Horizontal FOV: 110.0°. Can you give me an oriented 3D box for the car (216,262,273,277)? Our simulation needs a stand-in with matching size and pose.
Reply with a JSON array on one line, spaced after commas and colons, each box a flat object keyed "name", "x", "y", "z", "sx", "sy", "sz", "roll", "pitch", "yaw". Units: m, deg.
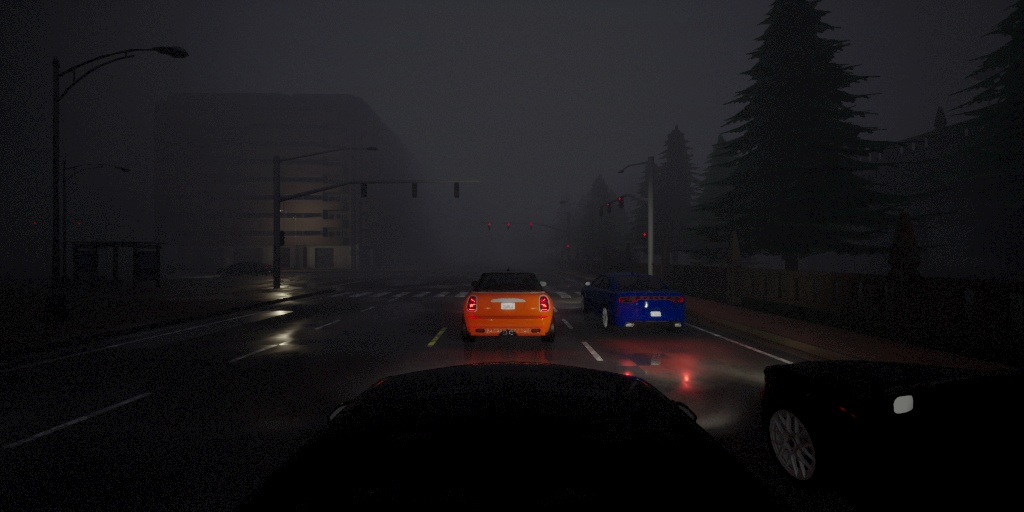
[{"name": "car", "x": -26.610, "y": 1.310, "z": 35.737, "sx": 4.892, "sy": 1.490, "sz": 1.837, "roll": 0, "pitch": 0, "yaw": -1}]

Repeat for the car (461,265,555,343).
[{"name": "car", "x": -0.083, "y": 1.102, "z": 9.878, "sx": 2.097, "sy": 1.767, "sz": 4.553, "roll": 0, "pitch": 0, "yaw": 0}]

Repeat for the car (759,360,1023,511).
[{"name": "car", "x": 3.288, "y": 1.228, "z": 1.497, "sx": 1.882, "sy": 1.535, "sz": 5.008, "roll": 0, "pitch": 0, "yaw": 3}]

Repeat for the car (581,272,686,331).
[{"name": "car", "x": 3.416, "y": 1.228, "z": 11.023, "sx": 1.882, "sy": 1.535, "sz": 5.008, "roll": 0, "pitch": 0, "yaw": 0}]
